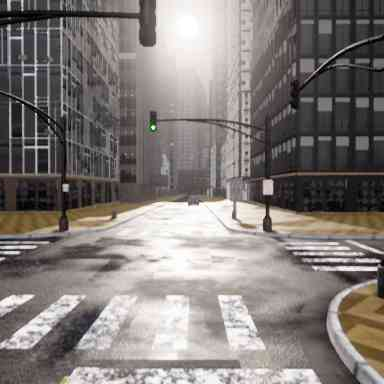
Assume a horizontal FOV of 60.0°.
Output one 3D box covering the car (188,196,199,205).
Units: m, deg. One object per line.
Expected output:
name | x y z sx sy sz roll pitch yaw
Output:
car | 0.258 1.579 56.279 1.895 1.301 4.718 0 0 0

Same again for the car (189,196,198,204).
car | 0.304 1.508 66.267 1.812 1.442 4.674 0 0 0
